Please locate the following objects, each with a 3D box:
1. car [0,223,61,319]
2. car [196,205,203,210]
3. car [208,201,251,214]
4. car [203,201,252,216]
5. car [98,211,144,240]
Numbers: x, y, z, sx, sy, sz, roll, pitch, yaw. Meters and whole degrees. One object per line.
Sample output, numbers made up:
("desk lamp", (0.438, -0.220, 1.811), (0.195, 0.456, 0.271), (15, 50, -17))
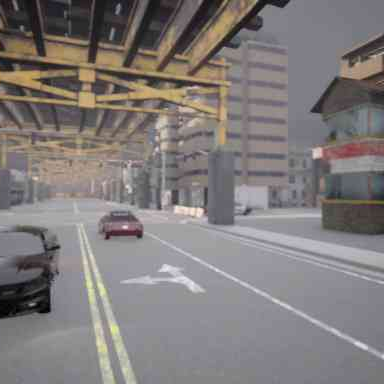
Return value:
("car", (-4.092, 1.526, 7.594), (1.882, 1.535, 5.008), (0, 0, -19))
("car", (2.879, 1.781, 38.869), (4.974, 1.542, 2.038), (0, 0, 5))
("car", (4.022, 1.599, 34.880), (4.536, 1.218, 1.853), (1, -1, -40))
("car", (3.981, 1.756, 34.846), (4.974, 1.542, 2.038), (1, -1, -40))
("car", (-3.961, 1.695, 18.177), (1.994, 1.385, 4.181), (0, 0, -20))
